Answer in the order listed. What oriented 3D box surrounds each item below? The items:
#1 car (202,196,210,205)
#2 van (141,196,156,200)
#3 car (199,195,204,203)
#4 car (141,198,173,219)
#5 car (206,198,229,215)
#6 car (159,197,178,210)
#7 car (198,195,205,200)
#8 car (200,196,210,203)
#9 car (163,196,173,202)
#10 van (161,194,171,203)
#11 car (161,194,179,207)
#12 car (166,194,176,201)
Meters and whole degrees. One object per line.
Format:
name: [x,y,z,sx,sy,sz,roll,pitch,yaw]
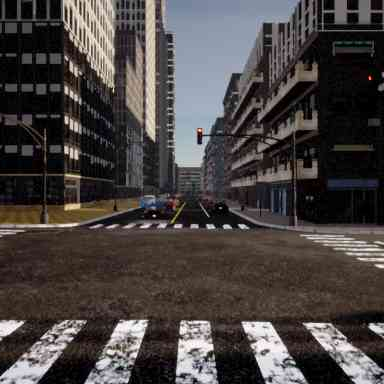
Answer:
car: [2.724,1.550,43.806,1.887,1.381,4.507,0,0,0]
van: [-5.657,1.346,43.813,1.690,1.788,3.998,0,0,0]
car: [2.738,1.561,60.769,2.008,1.369,4.403,0,0,0]
car: [-3.076,1.549,29.719,2.033,1.411,5.357,0,0,0]
car: [2.717,1.568,33.839,1.947,1.339,4.313,0,0,0]
car: [-3.063,1.605,39.394,1.895,1.301,4.718,0,0,0]
car: [2.766,1.590,94.695,1.947,1.339,4.313,0,0,0]
car: [2.748,1.559,72.077,1.887,1.381,4.507,0,0,0]
car: [-5.628,1.567,77.738,2.008,1.369,4.403,0,0,0]
van: [-5.633,1.355,72.084,1.690,1.788,3.998,0,0,0]
car: [-3.049,1.358,49.494,2.097,1.767,4.553,0,0,0]
car: [-5.619,1.337,89.048,2.192,1.841,5.009,0,0,0]
